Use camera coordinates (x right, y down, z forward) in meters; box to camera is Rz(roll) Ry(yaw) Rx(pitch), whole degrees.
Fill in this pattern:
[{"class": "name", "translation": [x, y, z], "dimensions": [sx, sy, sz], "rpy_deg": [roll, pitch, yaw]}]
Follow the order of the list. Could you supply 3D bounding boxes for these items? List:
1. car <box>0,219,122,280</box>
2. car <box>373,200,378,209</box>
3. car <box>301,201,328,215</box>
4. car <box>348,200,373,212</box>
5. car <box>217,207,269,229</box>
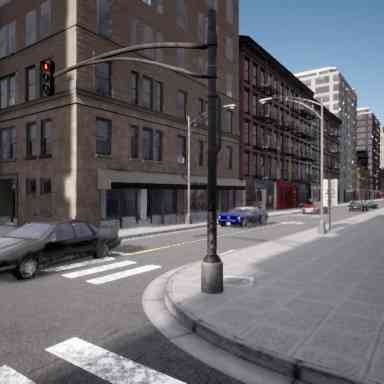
[{"class": "car", "translation": [-4.419, 1.593, 10.531], "dimensions": [2.033, 1.411, 5.357], "rpy_deg": [0, 0, 24]}, {"class": "car", "translation": [27.789, 1.904, 52.034], "dimensions": [1.994, 1.385, 4.181], "rpy_deg": [0, 0, 35]}, {"class": "car", "translation": [13.927, 1.762, 37.622], "dimensions": [1.812, 1.442, 4.674], "rpy_deg": [0, 0, 36]}, {"class": "car", "translation": [22.035, 1.781, 43.957], "dimensions": [2.128, 1.511, 4.902], "rpy_deg": [0, 0, 36]}, {"class": "car", "translation": [3.599, 1.737, 23.145], "dimensions": [1.895, 1.301, 4.718], "rpy_deg": [0, 0, 35]}]
